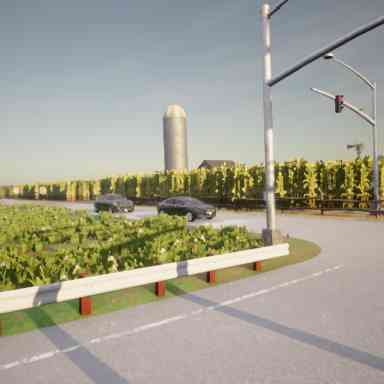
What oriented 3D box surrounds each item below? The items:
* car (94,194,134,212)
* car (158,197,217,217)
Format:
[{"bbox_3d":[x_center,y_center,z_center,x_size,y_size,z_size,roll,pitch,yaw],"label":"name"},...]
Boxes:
[{"bbox_3d":[-7.087,0.971,30.031,2.097,1.767,4.553,-3,2,-40],"label":"car"},{"bbox_3d":[-0.450,1.084,22.215,1.837,1.490,4.892,-3,2,-40],"label":"car"}]
